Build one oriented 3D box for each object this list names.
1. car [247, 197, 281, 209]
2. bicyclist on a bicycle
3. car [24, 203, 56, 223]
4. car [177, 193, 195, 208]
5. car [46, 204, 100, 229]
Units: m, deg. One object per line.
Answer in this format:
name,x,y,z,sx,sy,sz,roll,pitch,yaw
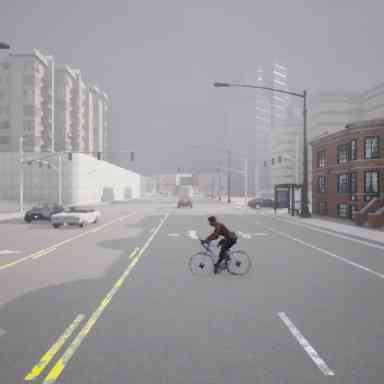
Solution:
car,9.766,1.505,44.019,4.892,1.490,1.837,0,0,-8
bicyclist on a bicycle,0.723,1.455,8.804,1.656,1.620,0.582,-2,0,-1
car,-11.075,1.564,25.530,1.994,1.385,4.181,0,0,-1
car,-0.992,1.352,47.448,2.097,1.767,4.553,0,0,-1
car,-7.570,1.601,21.983,1.895,1.301,4.718,0,0,-1
